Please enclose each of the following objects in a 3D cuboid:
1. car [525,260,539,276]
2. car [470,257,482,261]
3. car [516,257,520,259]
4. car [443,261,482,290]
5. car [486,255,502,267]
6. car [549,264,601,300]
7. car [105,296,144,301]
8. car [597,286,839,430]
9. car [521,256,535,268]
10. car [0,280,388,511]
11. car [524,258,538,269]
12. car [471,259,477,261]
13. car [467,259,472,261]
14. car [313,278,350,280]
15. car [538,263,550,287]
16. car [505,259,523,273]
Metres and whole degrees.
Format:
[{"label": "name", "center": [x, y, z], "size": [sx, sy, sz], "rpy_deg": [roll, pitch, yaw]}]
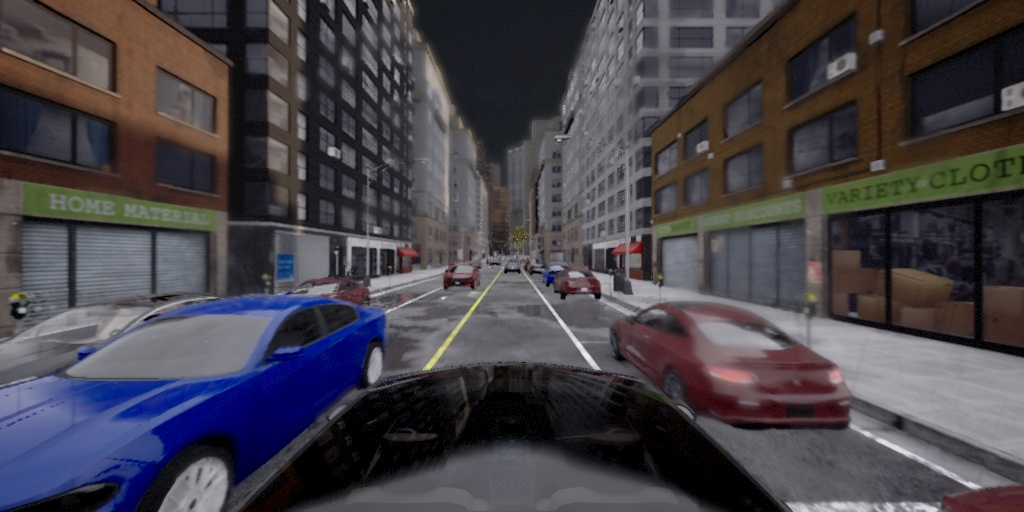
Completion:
[{"label": "car", "center": [2.767, 1.369, 38.818], "size": [1.948, 1.339, 4.313], "rpy_deg": [0, 0, 0]}, {"label": "car", "center": [-5.756, 1.109, 55.485], "size": [2.192, 1.841, 5.009], "rpy_deg": [0, 0, 0]}, {"label": "car", "center": [0.055, 1.283, 63.455], "size": [1.837, 1.490, 4.892], "rpy_deg": [0, -1, 0]}, {"label": "car", "center": [-3.096, 1.261, 22.862], "size": [1.882, 1.535, 5.008], "rpy_deg": [0, 0, 0]}, {"label": "car", "center": [-2.992, 1.051, 65.154], "size": [2.097, 1.767, 4.553], "rpy_deg": [0, 0, 0]}, {"label": "car", "center": [3.151, 1.302, 17.896], "size": [1.812, 1.442, 4.674], "rpy_deg": [0, 0, 0]}, {"label": "car", "center": [-5.762, 1.307, 5.509], "size": [2.007, 1.370, 4.403], "rpy_deg": [0, 0, 0]}, {"label": "car", "center": [2.763, 1.339, 5.505], "size": [1.802, 1.307, 4.207], "rpy_deg": [0, 0, 0]}, {"label": "car", "center": [2.769, 1.116, 49.925], "size": [2.192, 1.841, 5.009], "rpy_deg": [0, 0, 0]}, {"label": "car", "center": [-3.008, 1.232, 3.997], "size": [1.882, 1.535, 5.008], "rpy_deg": [0, 0, 0]}, {"label": "car", "center": [2.768, 1.328, 44.541], "size": [1.751, 1.417, 4.829], "rpy_deg": [0, 0, 0]}, {"label": "car", "center": [-5.757, 1.385, 44.378], "size": [1.802, 1.307, 4.207], "rpy_deg": [0, 0, 0]}, {"label": "car", "center": [-5.758, 1.348, 38.826], "size": [1.888, 1.381, 4.507], "rpy_deg": [0, 0, 0]}, {"label": "car", "center": [-5.761, 1.347, 11.062], "size": [1.802, 1.307, 4.207], "rpy_deg": [0, 0, 0]}, {"label": "car", "center": [3.143, 1.264, 24.895], "size": [1.882, 1.535, 5.008], "rpy_deg": [0, 0, 0]}, {"label": "car", "center": [0.081, 1.367, 45.094], "size": [1.994, 1.385, 4.181], "rpy_deg": [0, 0, 0]}]
